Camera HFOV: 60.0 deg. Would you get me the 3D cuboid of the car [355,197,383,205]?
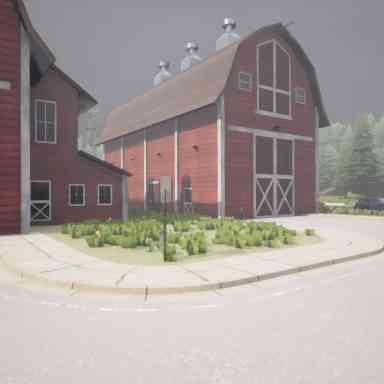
[{"bbox_3d":[20.138,1.389,36.065,2.097,1.767,4.553,0,0,-34],"label":"car"}]
